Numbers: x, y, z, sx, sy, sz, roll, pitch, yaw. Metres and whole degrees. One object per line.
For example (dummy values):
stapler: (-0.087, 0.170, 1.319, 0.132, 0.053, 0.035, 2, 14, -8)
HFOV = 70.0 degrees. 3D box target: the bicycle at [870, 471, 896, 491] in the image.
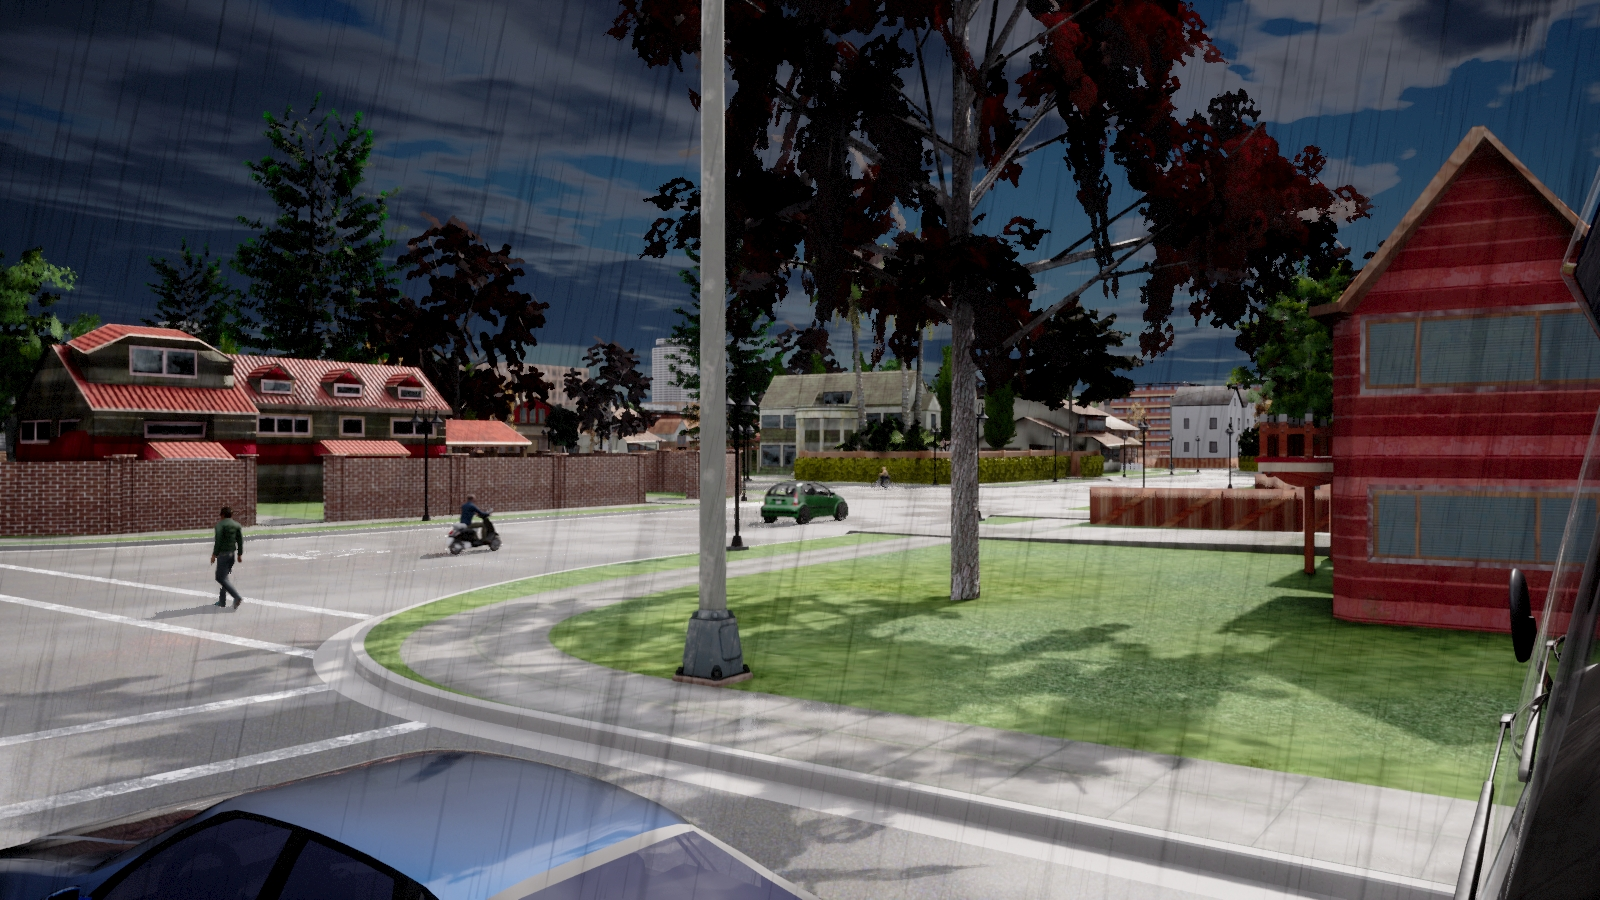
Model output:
bicycle: (5.548, 2.042, 76.544, 1.487, 1.301, 0.859, 0, -1, 30)

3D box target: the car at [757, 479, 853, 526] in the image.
car: (0.237, 1.999, 44.387, 1.851, 1.617, 3.988, 0, 0, 33)

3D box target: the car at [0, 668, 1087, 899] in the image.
car: (-1.713, 2.106, 4.943, 5.357, 1.411, 2.033, 0, 0, 36)

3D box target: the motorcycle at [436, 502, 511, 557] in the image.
motorcycle: (-8.821, 2.129, 30.905, 0.856, 1.341, 1.805, 0, 0, 34)

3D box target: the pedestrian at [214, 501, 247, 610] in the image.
pedestrian: (-10.044, 1.848, 20.140, 0.375, 1.860, 0.375, 0, 0, 29)
